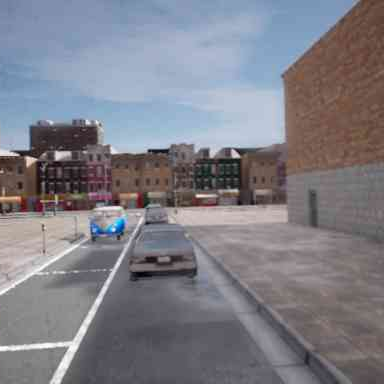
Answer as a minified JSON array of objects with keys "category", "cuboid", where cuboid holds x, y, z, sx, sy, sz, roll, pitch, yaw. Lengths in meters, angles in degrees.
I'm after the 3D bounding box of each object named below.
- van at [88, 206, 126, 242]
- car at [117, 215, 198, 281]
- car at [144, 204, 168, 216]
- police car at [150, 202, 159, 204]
[{"category":"van","cuboid":[-4.691,1.721,18.787,1.690,1.788,3.998,-2,-1,-7]},{"category":"car","cuboid":[-0.963,1.712,10.511,2.033,1.411,5.357,-2,-1,-7]},{"category":"car","cuboid":[-2.853,1.982,26.797,2.033,1.411,5.357,-2,-1,-7]},{"category":"police car","cuboid":[-4.512,2.086,39.963,1.930,1.638,5.238,-2,-1,-8]}]
